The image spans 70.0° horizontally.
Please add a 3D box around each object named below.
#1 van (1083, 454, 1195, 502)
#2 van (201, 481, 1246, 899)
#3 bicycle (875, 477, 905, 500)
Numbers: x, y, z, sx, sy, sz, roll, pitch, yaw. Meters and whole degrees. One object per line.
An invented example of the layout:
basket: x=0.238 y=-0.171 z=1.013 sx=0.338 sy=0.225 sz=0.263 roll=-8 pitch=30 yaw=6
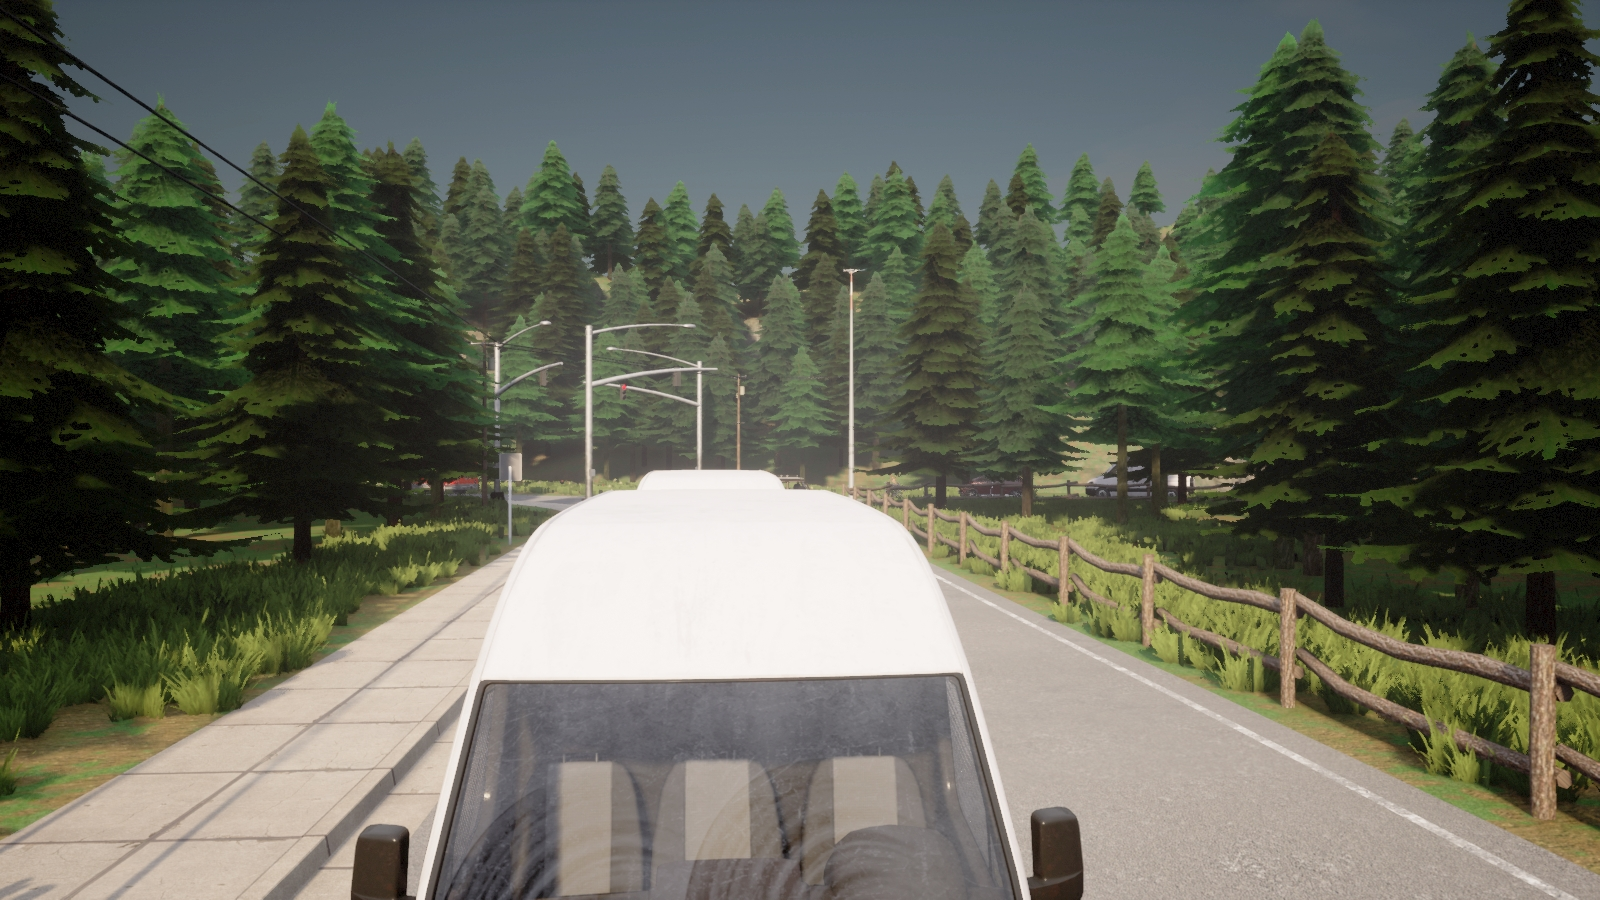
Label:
van: x=19.017 y=1.535 z=64.052 sx=5.915 sy=2.561 sz=1.988 roll=0 pitch=0 yaw=19
van: x=-0.345 y=1.500 z=5.128 sx=1.988 sy=2.561 sz=5.915 roll=0 pitch=0 yaw=-5
bicycle: x=5.085 y=2.159 z=64.349 sx=1.487 sy=1.276 sz=0.859 roll=-1 pitch=0 yaw=-13
